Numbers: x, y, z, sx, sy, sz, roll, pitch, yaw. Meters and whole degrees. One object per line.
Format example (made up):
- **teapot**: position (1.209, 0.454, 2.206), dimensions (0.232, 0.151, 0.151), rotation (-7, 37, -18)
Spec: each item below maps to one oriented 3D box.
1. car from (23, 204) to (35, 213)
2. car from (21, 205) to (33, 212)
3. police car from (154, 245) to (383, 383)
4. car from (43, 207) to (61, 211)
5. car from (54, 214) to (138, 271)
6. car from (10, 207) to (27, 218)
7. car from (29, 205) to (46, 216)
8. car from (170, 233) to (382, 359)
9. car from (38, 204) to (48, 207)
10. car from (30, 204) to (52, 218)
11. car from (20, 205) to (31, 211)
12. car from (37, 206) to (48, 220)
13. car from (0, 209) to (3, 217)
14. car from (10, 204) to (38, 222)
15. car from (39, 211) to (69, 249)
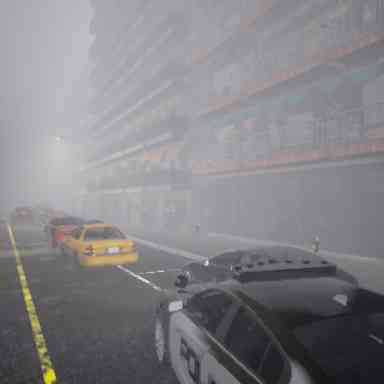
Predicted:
- **car**: position (-32.221, 3.242, 65.744), dimensions (1.967, 1.590, 4.097), rotation (1, -2, -30)
- **car**: position (-35.020, 3.504, 70.624), dimensions (1.947, 1.339, 4.313), rotation (1, -2, -30)
- **police car**: position (0.880, 1.539, 3.476), dimensions (1.930, 1.638, 5.238), rotation (1, -2, -18)
- **car**: position (-12.628, 2.415, 31.557), dimensions (1.887, 1.381, 4.507), rotation (1, -2, -30)
- **car**: position (-3.641, 1.802, 12.282), dimensions (1.801, 1.575, 5.366), rotation (1, -2, -30)
- **car**: position (-24.506, 2.834, 46.874), dimensions (1.994, 1.385, 4.181), rotation (1, -2, -30)
- **car**: position (-23.824, 2.840, 51.094), dimensions (1.967, 1.590, 4.097), rotation (1, -2, -30)
- **car**: position (1.365, 1.789, 7.140), dimensions (1.947, 1.339, 4.313), rotation (1, -2, -30)
- **car**: position (-18.225, 2.575, 41.327), dimensions (1.967, 1.590, 4.097), rotation (1, -2, -30)
- **car**: position (-21.024, 2.582, 46.213), dimensions (2.192, 1.841, 5.009), rotation (1, -2, -30)
- **car**: position (-37.904, 3.605, 75.657), dimensions (1.752, 1.417, 4.829), rotation (1, -2, -30)
- **car**: position (-15.428, 2.547, 36.441), dimensions (1.887, 1.381, 4.507), rotation (1, -2, -30)
- **car**: position (-28.101, 2.764, 47.116), dimensions (1.837, 1.490, 4.892), rotation (1, -2, -30)
- **car**: position (-18.868, 2.358, 37.139), dimensions (2.097, 1.767, 4.553), rotation (1, -2, -29)
- **car**: position (-6.530, 1.958, 17.321), dimensions (1.882, 1.535, 5.008), rotation (1, -2, -30)
